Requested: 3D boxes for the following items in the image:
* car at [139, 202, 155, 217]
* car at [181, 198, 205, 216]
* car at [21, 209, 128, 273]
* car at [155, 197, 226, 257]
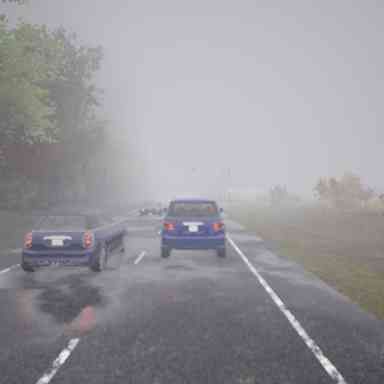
[{"bbox_3d":[-3.414,1.504,29.442,1.895,1.301,4.718,0,0,0],"label":"car"},{"bbox_3d":[0.090,1.384,32.081,2.128,1.511,4.902,0,0,0],"label":"car"},{"bbox_3d":[-3.460,1.318,10.721,2.097,1.767,4.553,0,0,1],"label":"car"},{"bbox_3d":[0.058,1.183,12.808,2.150,2.045,5.566,0,0,0],"label":"car"}]
